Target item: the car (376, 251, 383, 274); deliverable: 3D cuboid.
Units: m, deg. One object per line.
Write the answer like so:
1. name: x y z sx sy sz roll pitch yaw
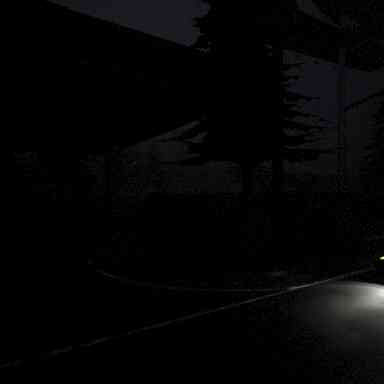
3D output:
1. car: 7.218 1.541 9.152 5.357 1.411 2.033 0 0 -36

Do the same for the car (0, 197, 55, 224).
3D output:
1. car: -11.918 1.313 23.510 3.866 1.878 1.905 0 0 -36
